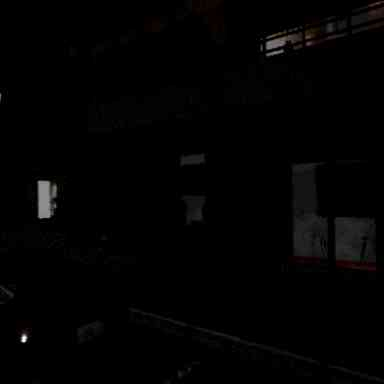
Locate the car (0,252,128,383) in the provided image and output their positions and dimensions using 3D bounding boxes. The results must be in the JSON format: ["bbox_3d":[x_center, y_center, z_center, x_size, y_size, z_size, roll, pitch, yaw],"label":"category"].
[{"bbox_3d":[-2.814,1.578,4.902,4.313,1.339,1.947,0,-1,36],"label":"car"}]
